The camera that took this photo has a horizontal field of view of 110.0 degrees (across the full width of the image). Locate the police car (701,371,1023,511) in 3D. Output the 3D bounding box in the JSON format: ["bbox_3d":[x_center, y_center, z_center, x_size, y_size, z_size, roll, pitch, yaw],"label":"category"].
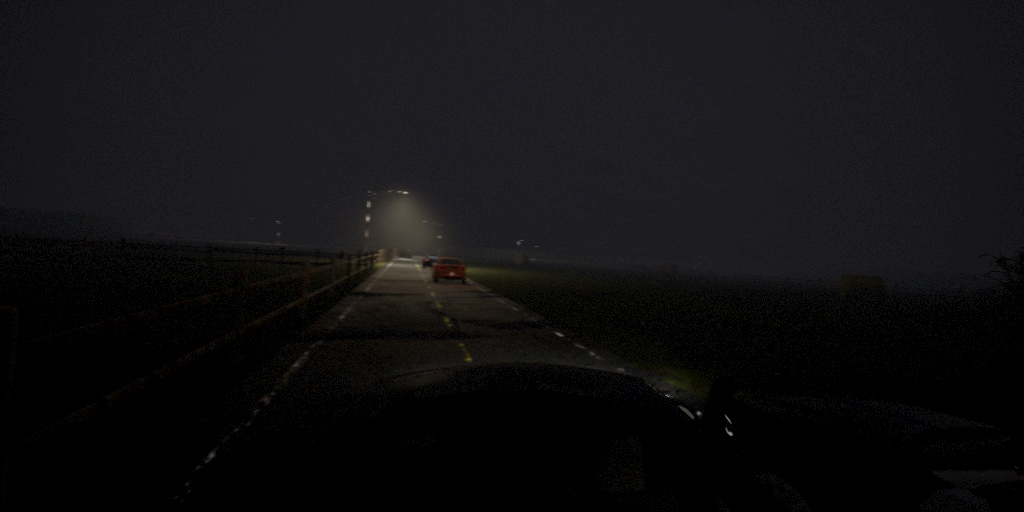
[{"bbox_3d":[3.175,1.415,1.298,1.930,1.638,5.238,4,0,-18],"label":"police car"}]

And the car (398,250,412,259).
[{"bbox_3d":[-17.362,-0.260,58.359,1.994,1.385,4.181,4,0,-16],"label":"car"}]

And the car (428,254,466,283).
[{"bbox_3d":[-4.131,0.818,23.111,1.882,1.535,5.008,4,0,-16],"label":"car"}]

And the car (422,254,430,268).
[{"bbox_3d":[-8.205,0.534,36.911,1.994,1.385,4.181,4,0,-16],"label":"car"}]
